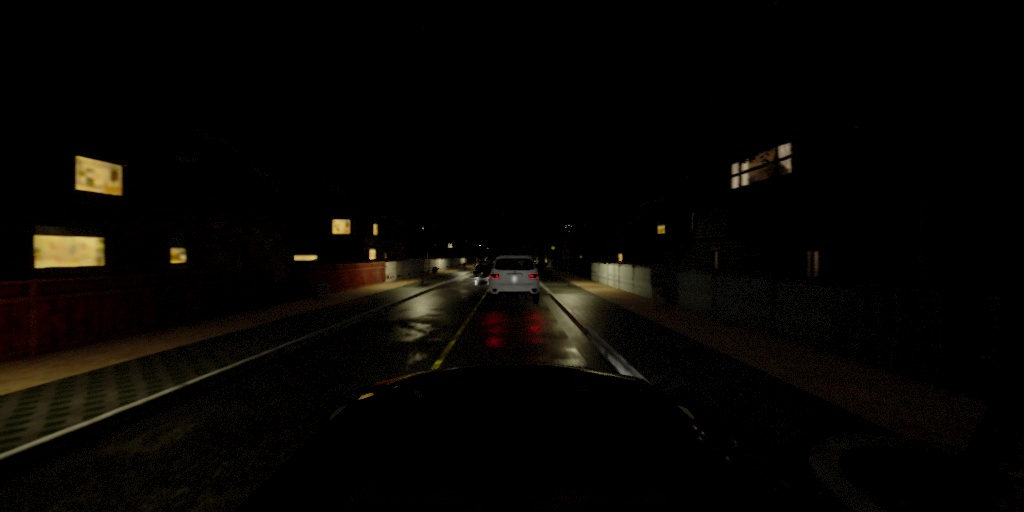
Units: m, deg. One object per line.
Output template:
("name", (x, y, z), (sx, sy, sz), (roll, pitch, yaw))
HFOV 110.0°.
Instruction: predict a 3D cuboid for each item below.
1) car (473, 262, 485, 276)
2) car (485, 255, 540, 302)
("car", (-2.839, 1.271, 36.705), (2.033, 1.411, 5.357), (0, 0, 0))
("car", (0.098, 0.962, 16.879), (2.150, 2.045, 5.566), (0, 0, 0))
